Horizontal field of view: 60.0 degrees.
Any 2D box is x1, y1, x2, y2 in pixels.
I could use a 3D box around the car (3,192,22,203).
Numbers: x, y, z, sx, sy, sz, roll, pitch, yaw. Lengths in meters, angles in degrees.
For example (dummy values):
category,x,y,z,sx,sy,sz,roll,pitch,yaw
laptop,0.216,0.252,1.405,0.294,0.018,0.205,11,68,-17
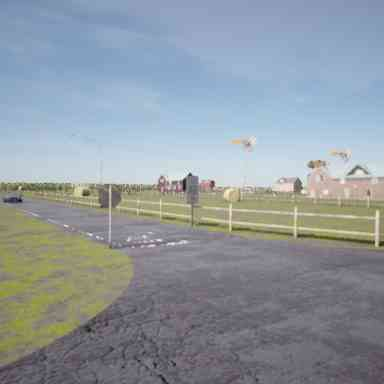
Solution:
category,x,y,z,sx,sy,sz,roll,pitch,yaw
car,-24.673,0.743,45.651,1.994,1.385,4.181,1,1,-36
